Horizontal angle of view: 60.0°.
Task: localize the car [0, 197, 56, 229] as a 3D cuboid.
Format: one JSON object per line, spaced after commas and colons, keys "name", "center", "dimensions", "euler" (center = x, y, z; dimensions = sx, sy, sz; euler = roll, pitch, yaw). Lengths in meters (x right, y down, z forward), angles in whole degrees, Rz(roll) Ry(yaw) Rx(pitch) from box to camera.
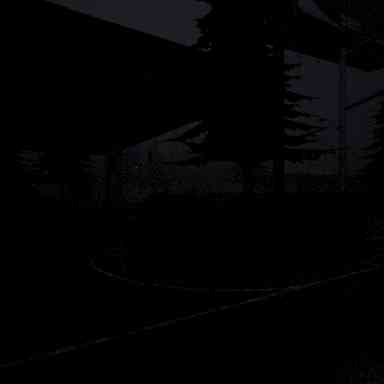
{"name": "car", "center": [-11.854, 1.312, 23.546], "dimensions": [3.866, 1.878, 1.905], "euler": [0, 0, -36]}
